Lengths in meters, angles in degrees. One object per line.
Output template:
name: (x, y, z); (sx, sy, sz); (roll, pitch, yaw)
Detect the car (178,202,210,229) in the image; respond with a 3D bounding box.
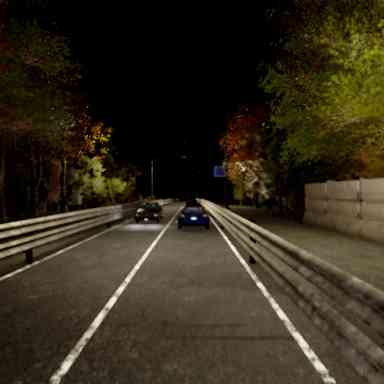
car: (0.103, 1.558, 21.680); (1.994, 1.385, 4.181); (0, 0, 0)

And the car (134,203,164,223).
car: (-3.246, 1.565, 26.200); (2.033, 1.411, 5.357); (0, 0, 0)

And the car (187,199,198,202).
car: (0.108, 1.695, 45.381); (2.128, 1.511, 4.902); (0, -1, 0)
